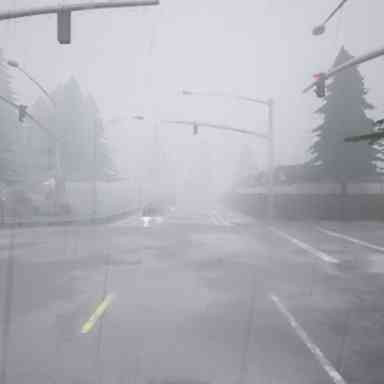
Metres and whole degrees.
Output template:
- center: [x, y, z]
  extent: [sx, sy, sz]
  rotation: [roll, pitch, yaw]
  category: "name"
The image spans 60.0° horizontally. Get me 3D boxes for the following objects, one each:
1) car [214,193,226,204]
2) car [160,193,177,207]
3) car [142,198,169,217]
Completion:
- center: [6.929, 1.231, 63.520]
  extent: [5.566, 2.045, 2.150]
  rotation: [0, 0, -22]
  category: "car"
- center: [-3.525, 1.243, 50.845]
  extent: [2.150, 2.045, 5.566]
  rotation: [0, 0, 2]
  category: "car"
- center: [-3.591, 1.576, 31.891]
  extent: [1.994, 1.385, 4.181]
  rotation: [0, 0, 0]
  category: "car"
